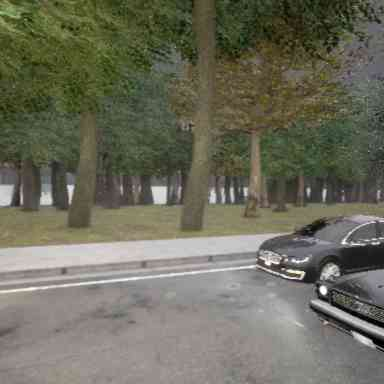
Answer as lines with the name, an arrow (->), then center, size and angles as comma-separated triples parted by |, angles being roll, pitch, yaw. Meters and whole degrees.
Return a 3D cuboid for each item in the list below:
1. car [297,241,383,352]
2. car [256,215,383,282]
car -> 4.162, 1.554, 5.071 | 4.718, 1.301, 1.895 | 0, 1, -24
car -> 3.949, 1.379, 8.532 | 4.892, 1.490, 1.837 | 0, 1, -24
